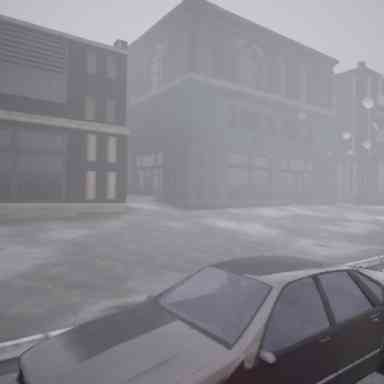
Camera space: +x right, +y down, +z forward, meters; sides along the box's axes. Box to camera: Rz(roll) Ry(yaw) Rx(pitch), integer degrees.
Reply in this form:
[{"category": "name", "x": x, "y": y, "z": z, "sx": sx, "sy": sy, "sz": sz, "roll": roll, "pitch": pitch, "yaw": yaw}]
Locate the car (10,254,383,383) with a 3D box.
[{"category": "car", "x": 0.881, "y": 1.547, "z": 4.004, "sx": 5.357, "sy": 1.411, "sz": 2.033, "roll": 0, "pitch": 0, "yaw": -36}]
